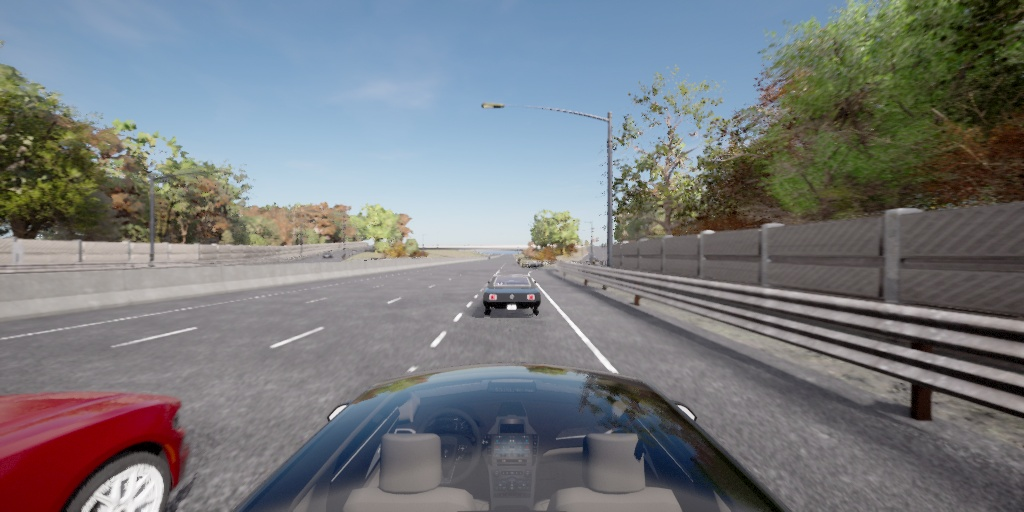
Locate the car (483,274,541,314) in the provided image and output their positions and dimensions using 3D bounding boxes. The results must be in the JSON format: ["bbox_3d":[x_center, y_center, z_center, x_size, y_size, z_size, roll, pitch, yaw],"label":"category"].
[{"bbox_3d":[-0.002,1.341,13.623,1.895,1.301,4.718,0,0,0],"label":"car"}]

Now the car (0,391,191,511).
[{"bbox_3d":[-3.396,1.229,0.661,1.882,1.535,5.008,0,0,0],"label":"car"}]

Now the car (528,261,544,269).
[{"bbox_3d":[4.220,1.583,61.849,1.895,1.301,4.718,0,-1,18],"label":"car"}]
